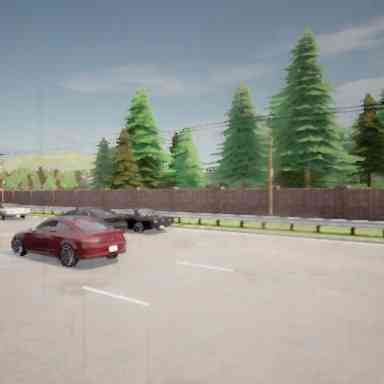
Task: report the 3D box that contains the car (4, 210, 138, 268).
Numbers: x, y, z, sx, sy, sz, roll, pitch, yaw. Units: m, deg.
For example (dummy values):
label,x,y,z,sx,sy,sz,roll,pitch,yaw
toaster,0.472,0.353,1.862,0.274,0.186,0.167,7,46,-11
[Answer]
label,x,y,z,sx,sy,sz,roll,pitch,yaw
car,-4.229,1.527,11.308,4.674,1.442,1.812,0,0,36

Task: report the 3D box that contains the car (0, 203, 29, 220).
label,x,y,z,sx,sy,sz,roll,pitch,yaw
car,-15.899,1.604,28.233,4.718,1.301,1.895,0,0,36

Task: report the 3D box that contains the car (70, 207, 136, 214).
label,x,y,z,sx,sy,sz,roll,pitch,yaw
car,-5.294,1.506,16.368,4.892,1.490,1.837,0,0,36

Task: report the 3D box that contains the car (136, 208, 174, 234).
label,x,y,z,sx,sy,sz,roll,pitch,yaw
car,-3.439,1.603,19.344,4.718,1.301,1.895,0,0,36
